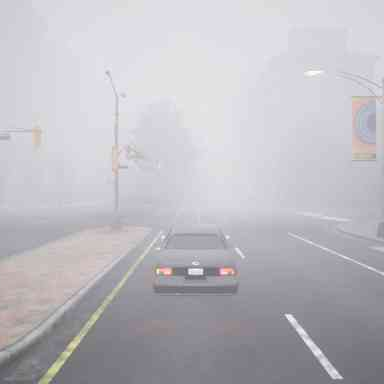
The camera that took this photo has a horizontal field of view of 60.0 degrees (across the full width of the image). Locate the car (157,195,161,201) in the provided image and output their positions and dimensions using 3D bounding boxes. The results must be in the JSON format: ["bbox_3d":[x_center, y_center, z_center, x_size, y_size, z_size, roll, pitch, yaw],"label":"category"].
[{"bbox_3d":[-7.916,1.526,67.462,1.812,1.442,4.674,0,0,1],"label":"car"}]

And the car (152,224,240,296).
[{"bbox_3d":[0.087,1.547,8.782,2.033,1.411,5.357,0,0,0],"label":"car"}]

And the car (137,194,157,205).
[{"bbox_3d":[-7.983,1.564,58.944,1.994,1.385,4.181,0,0,1],"label":"car"}]

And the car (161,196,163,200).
[{"bbox_3d":[-7.882,1.500,77.791,1.837,1.490,4.892,0,0,0],"label":"car"}]

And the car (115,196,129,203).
[{"bbox_3d":[-14.644,1.595,69.433,1.895,1.301,4.718,0,0,0],"label":"car"}]

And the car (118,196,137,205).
[{"bbox_3d":[-11.478,1.491,59.629,2.128,1.511,4.902,0,0,0],"label":"car"}]

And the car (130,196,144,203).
[{"bbox_3d":[-11.395,1.525,69.551,2.128,1.511,4.902,0,0,0],"label":"car"}]

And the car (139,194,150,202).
[{"bbox_3d":[-11.379,1.355,79.562,2.097,1.767,4.553,0,0,0],"label":"car"}]
